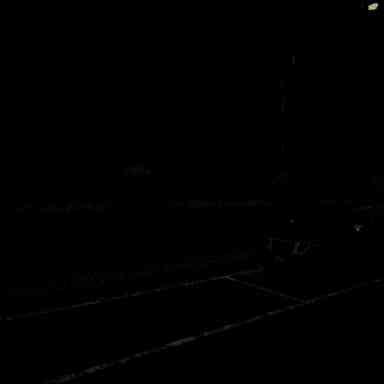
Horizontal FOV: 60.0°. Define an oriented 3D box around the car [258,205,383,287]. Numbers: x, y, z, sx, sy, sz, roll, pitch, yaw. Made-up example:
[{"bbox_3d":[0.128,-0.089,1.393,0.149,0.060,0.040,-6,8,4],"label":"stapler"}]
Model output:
[{"bbox_3d":[4.163,1.313,9.503,5.009,1.841,2.192,0,0,-35],"label":"car"}]
